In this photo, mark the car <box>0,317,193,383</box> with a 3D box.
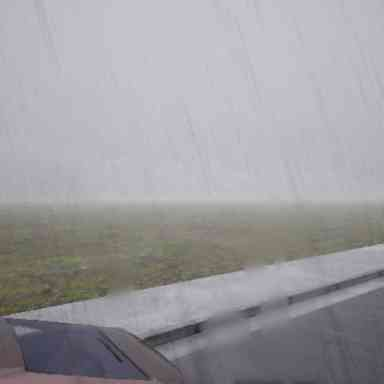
[{"bbox_3d":[-1.908,1.564,1.711,4.181,1.385,1.994,0,0,-36],"label":"car"}]
